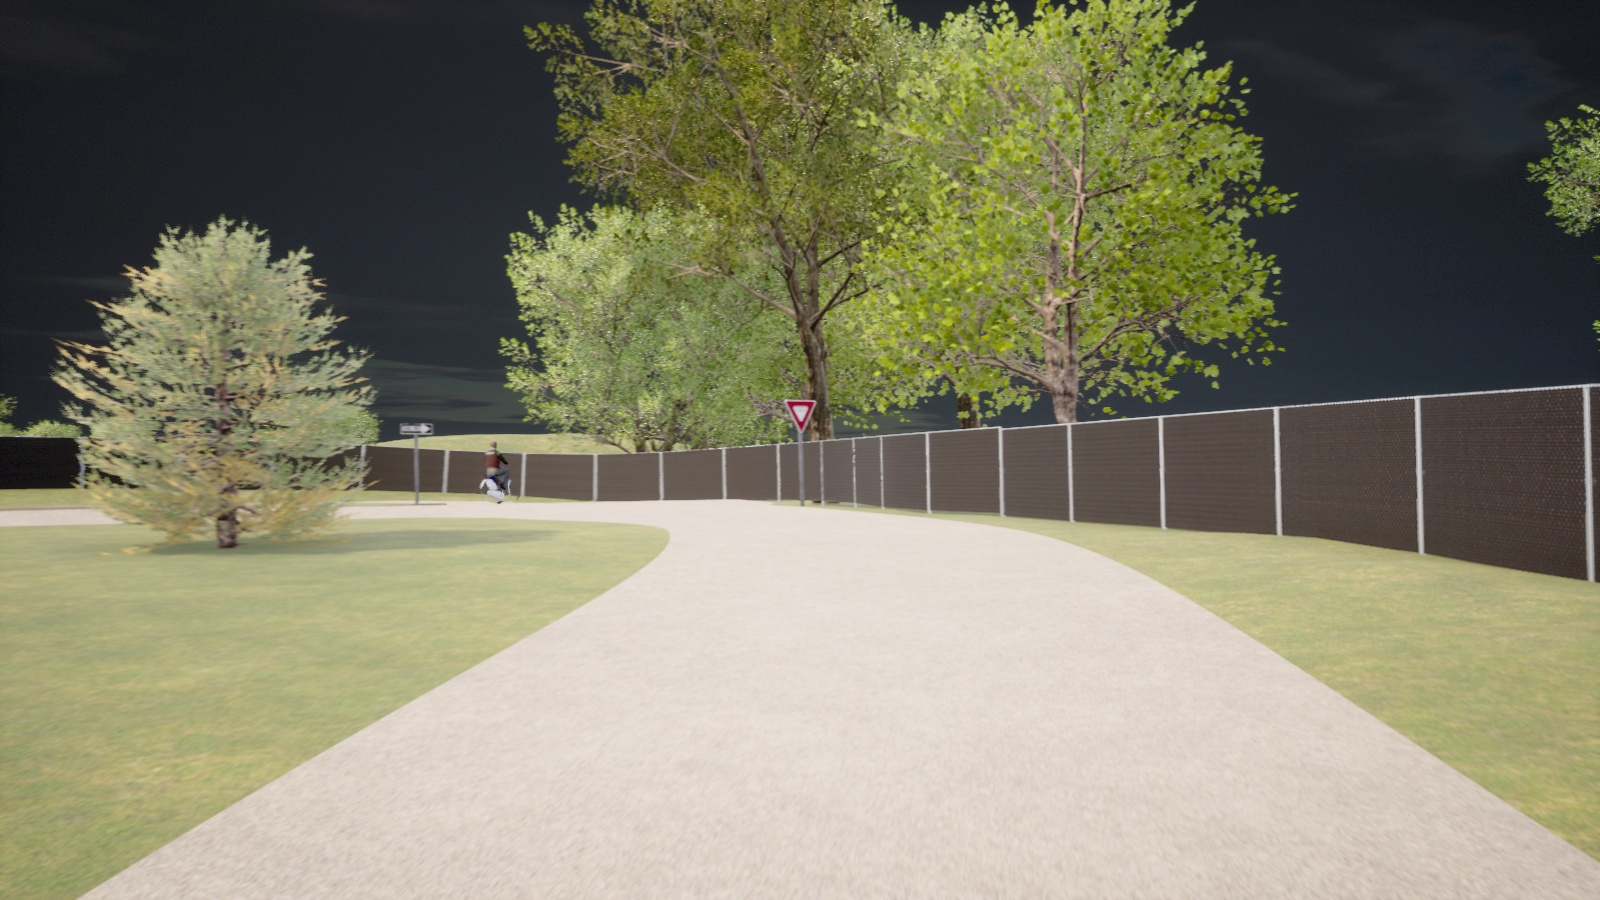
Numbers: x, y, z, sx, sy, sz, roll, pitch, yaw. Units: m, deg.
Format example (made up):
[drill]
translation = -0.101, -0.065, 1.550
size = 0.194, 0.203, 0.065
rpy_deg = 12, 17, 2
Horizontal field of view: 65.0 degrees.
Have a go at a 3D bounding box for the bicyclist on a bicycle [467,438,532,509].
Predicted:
[bicyclist on a bicycle]
translation = -7.947, 0.633, 33.284
size = 0.659, 1.776, 1.843
rpy_deg = -7, -4, 18
